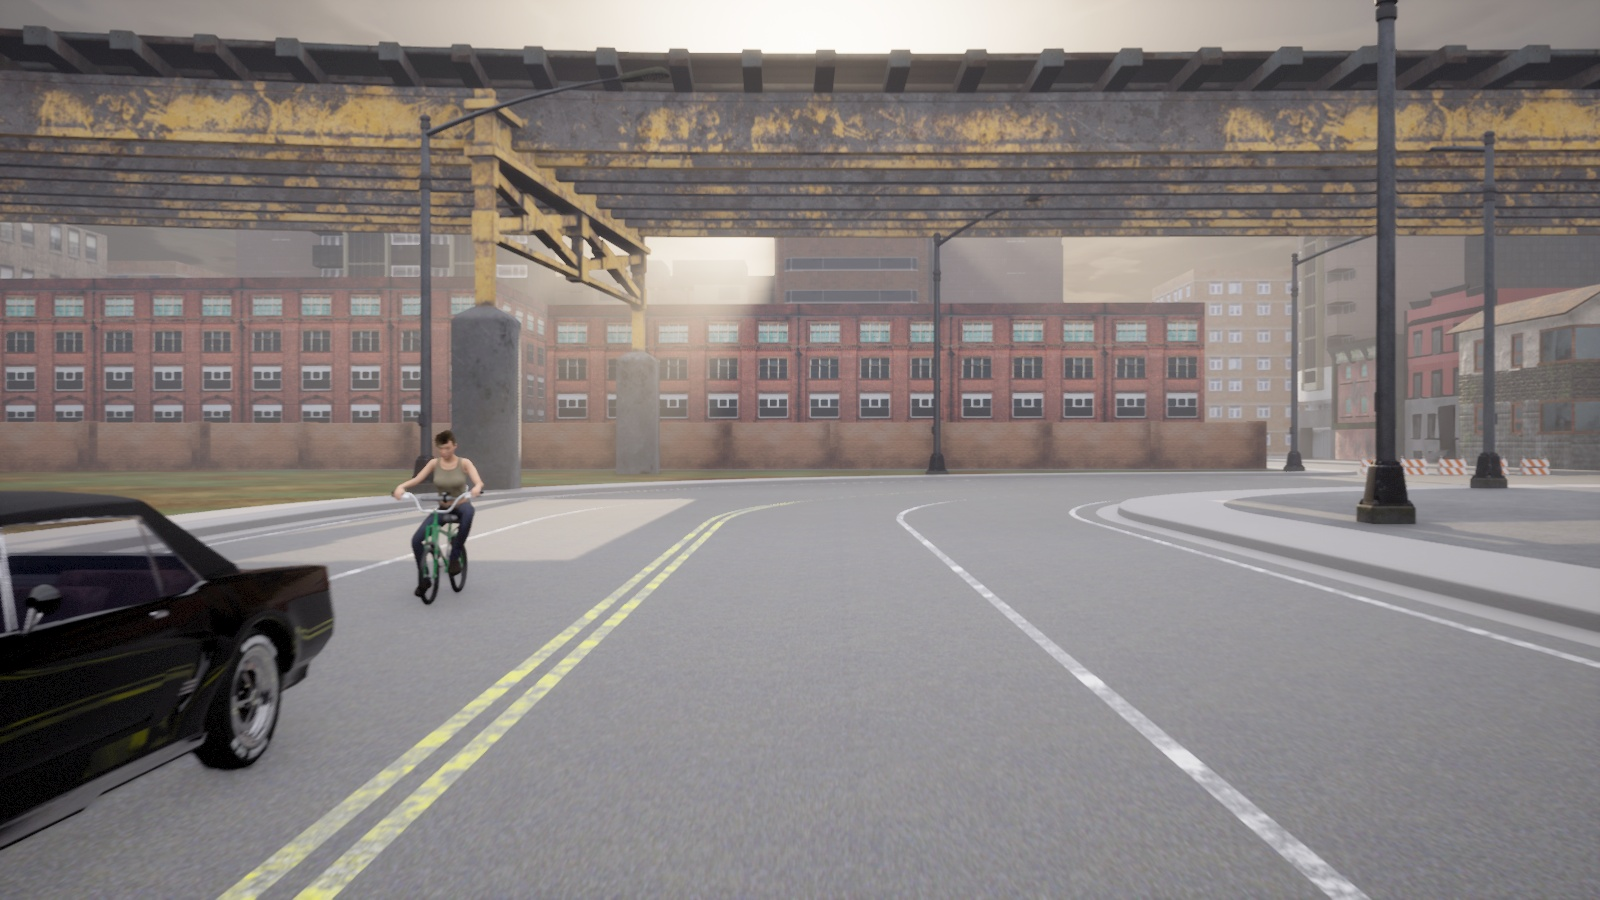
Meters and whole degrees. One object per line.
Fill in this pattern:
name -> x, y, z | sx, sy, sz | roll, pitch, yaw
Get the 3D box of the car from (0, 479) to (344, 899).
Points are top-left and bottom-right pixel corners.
car -> -3.442, 0.819, 4.416 | 1.895, 1.301, 4.718 | 0, 0, 1

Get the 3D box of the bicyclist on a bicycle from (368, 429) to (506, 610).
bicyclist on a bicycle -> -3.410, 0.613, 11.948 | 0.866, 1.612, 1.509 | 0, 0, 0
